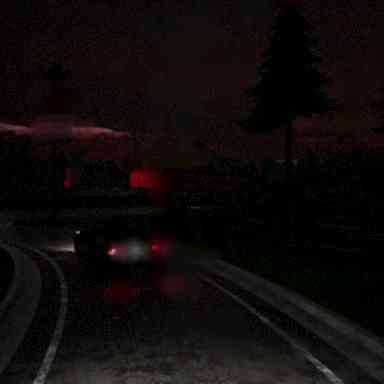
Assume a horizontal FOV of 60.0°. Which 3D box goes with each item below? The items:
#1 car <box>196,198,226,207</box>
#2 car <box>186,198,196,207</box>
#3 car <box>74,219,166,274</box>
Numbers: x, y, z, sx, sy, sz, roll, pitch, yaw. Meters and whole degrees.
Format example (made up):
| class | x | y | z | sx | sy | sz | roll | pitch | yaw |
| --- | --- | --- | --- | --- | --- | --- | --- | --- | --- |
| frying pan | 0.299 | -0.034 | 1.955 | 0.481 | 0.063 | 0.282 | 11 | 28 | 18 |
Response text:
| class | x | y | z | sx | sy | sz | roll | pitch | yaw |
| --- | --- | --- | --- | --- | --- | --- | --- | --- | --- |
| car | 3.615 | 1.790 | 56.549 | 4.892 | 1.490 | 1.837 | 0 | 0 | -36 |
| car | 1.094 | 1.777 | 59.021 | 5.008 | 1.535 | 1.882 | 0 | 0 | -36 |
| car | -2.617 | 1.603 | 10.964 | 2.033 | 1.411 | 5.357 | 0 | 0 | -27 |
